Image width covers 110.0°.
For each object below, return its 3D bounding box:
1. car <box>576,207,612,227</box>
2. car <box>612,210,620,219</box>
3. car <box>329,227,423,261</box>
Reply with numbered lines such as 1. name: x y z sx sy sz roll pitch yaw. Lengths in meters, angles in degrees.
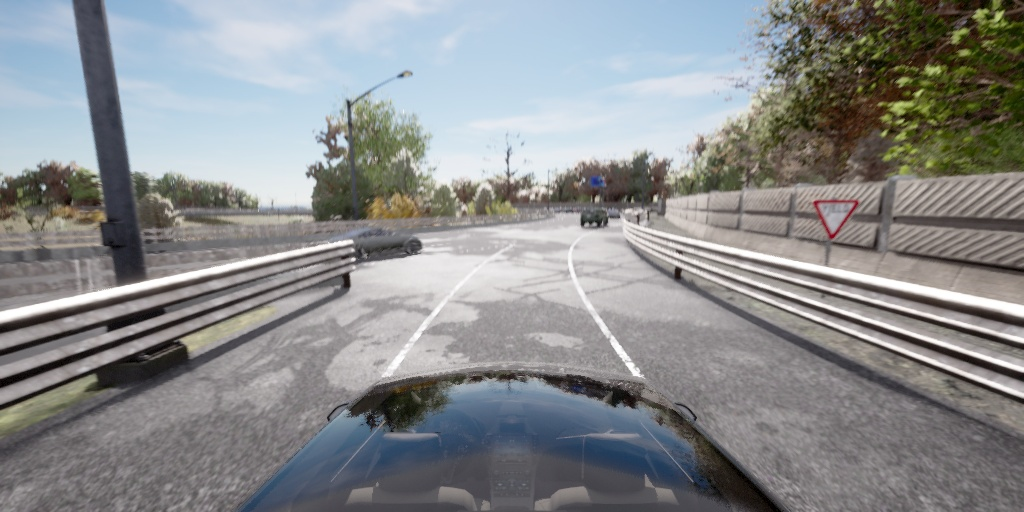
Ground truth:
1. car: 9.274 -4.384 40.198 2.150 2.045 5.566 4 9 26
2. car: 17.664 -7.188 62.244 1.994 1.385 4.181 2 8 15
3. car: -6.360 -0.674 16.933 1.994 1.385 4.181 7 11 41
